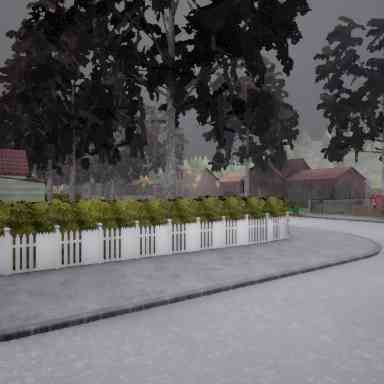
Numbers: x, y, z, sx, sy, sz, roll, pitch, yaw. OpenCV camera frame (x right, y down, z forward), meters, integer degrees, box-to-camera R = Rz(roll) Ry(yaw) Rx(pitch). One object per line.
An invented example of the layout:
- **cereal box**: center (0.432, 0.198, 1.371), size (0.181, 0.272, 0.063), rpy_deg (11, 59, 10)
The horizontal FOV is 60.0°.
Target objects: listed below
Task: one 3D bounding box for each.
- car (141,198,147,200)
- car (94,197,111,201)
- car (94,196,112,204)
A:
- **car**: center (-5.761, 1.525, 41.116), size (1.812, 1.442, 4.674), rpy_deg (0, 0, -35)
- **car**: center (-15.396, 1.600, 54.780), size (2.033, 1.411, 5.357), rpy_deg (0, 0, -35)
- **car**: center (-17.267, 1.564, 64.464), size (1.994, 1.385, 4.181), rpy_deg (0, 0, -36)
